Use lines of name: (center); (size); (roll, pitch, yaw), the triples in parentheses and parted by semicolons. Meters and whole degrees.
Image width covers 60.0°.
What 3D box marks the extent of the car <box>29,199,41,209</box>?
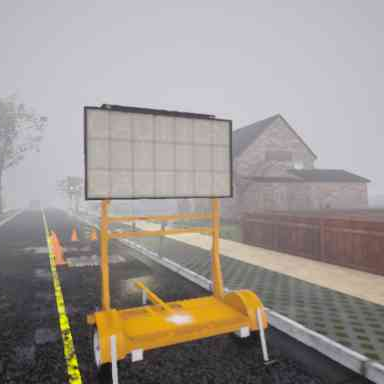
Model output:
car: (-35.190, 2.670, 74.545); (2.150, 2.045, 5.566); (0, -2, -25)

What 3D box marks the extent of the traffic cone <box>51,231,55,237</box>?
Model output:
traffic cone: (-6.128, 2.162, 14.820); (0.340, 0.580, 0.340); (0, -1, -25)

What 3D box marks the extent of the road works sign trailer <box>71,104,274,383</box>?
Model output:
road works sign trailer: (-0.506, 0.512, 5.316); (2.380, 3.560, 2.880); (0, -1, -25)

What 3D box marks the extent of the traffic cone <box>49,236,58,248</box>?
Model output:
traffic cone: (-5.295, 2.132, 13.001); (0.340, 0.580, 0.340); (0, -1, -25)

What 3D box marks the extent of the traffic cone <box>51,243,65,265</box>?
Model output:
traffic cone: (-4.463, 2.105, 11.183); (0.340, 0.580, 0.340); (0, -1, -25)
